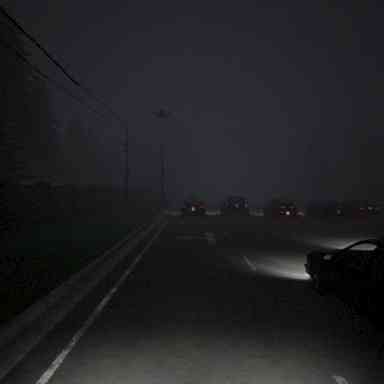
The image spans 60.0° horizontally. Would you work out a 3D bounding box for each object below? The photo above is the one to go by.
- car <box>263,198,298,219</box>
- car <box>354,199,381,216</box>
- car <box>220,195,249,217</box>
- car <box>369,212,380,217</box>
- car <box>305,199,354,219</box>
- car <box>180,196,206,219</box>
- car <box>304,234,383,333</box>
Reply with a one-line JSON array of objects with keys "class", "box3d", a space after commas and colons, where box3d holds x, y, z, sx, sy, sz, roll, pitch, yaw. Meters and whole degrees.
[{"class": "car", "box3d": [7.098, 1.296, 27.047, 1.837, 1.490, 4.892, 0, 0, 0]}, {"class": "car", "box3d": [14.100, 1.325, 28.854, 2.033, 1.411, 5.357, 0, 0, 0]}, {"class": "car", "box3d": [3.600, 1.128, 28.972, 2.097, 1.767, 4.553, 0, 0, 0]}, {"class": "car", "box3d": [7.100, 1.492, 9.245, 1.994, 1.385, 4.181, 0, 0, 0]}, {"class": "car", "box3d": [10.602, 1.273, 26.515, 1.882, 1.535, 5.008, 0, 0, 0]}, {"class": "car", "box3d": [0.097, 1.295, 26.994, 2.163, 1.488, 4.792, 0, 0, 0]}, {"class": "car", "box3d": [3.600, 1.504, 5.517, 2.033, 1.411, 5.357, 0, 0, 0]}]
